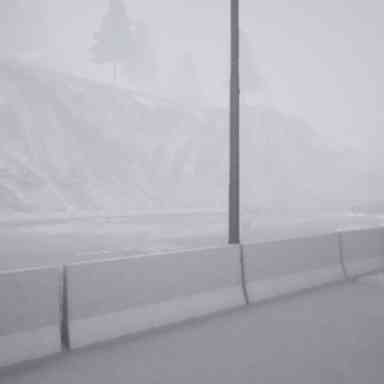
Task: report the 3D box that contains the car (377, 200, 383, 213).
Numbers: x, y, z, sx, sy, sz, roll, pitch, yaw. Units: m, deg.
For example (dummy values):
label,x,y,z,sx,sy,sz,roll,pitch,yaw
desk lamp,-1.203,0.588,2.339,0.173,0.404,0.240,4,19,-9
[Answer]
label,x,y,z,sx,sy,sz,roll,pitch,yaw
car,19.776,1.431,30.533,4.892,1.490,1.837,0,0,-23

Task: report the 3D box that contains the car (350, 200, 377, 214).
label,x,y,z,sx,sy,sz,roll,pitch,yaw
car,18.047,1.478,33.595,4.181,1.385,1.994,0,0,-23
